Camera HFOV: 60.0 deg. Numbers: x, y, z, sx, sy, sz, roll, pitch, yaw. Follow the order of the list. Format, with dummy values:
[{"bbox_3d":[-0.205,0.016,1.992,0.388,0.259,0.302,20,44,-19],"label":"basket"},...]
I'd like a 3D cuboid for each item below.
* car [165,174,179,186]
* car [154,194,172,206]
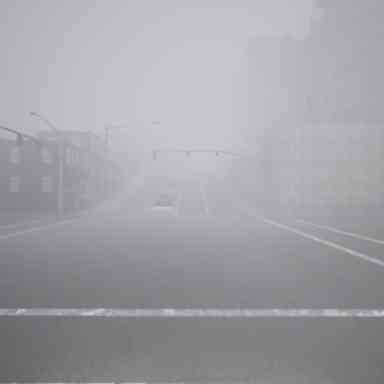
[{"bbox_3d":[-3.528,-2.183,59.163,2.097,1.767,4.553,0,12,0],"label":"car"},{"bbox_3d":[-3.578,0.947,42.115,1.994,1.385,4.181,0,6,0],"label":"car"}]
